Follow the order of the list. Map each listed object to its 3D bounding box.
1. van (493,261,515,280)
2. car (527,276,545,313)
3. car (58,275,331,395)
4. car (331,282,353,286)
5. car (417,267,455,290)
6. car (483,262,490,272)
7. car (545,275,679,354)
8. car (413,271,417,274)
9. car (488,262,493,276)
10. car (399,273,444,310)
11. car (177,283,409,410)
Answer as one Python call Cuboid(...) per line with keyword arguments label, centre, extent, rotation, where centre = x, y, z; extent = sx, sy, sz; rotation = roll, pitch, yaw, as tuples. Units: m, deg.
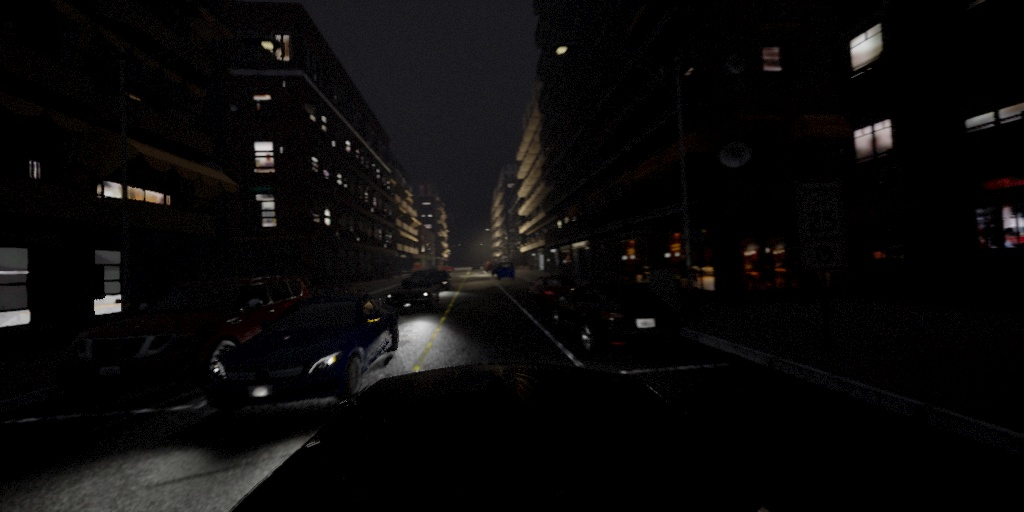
Cuboid(label="van", centre=(-0.655, 1.496, 36.255), extent=(1.690, 1.789, 3.998), rotation=(0, 0, -6))
Cuboid(label="car", centre=(1.652, 1.387, 14.092), extent=(1.802, 1.307, 4.207), rotation=(0, 0, -6))
Cuboid(label="car", centre=(-6.103, 1.393, 7.719), extent=(2.192, 1.841, 5.009), rotation=(0, 0, -6))
Cuboid(label="car", centre=(-6.680, 1.711, 13.260), extent=(1.888, 1.381, 4.507), rotation=(0, 0, -6))
Cuboid(label="car", centre=(-5.557, 1.819, 27.274), extent=(2.033, 1.411, 5.357), rotation=(-2, -1, -6))
Cuboid(label="car", centre=(-3.538, 1.909, 63.956), extent=(2.192, 1.841, 5.009), rotation=(0, 0, -6))
Cuboid(label="car", centre=(2.229, 1.283, 8.552), extent=(1.948, 1.339, 4.313), rotation=(0, 0, -6))
Cuboid(label="car", centre=(-8.986, 2.082, 35.421), extent=(1.948, 1.339, 4.313), rotation=(0, 0, -6))
Cuboid(label="car", centre=(-1.808, 1.876, 47.335), extent=(1.888, 1.381, 4.507), rotation=(0, 0, -6))
Cuboid(label="car", centre=(-4.463, 1.706, 16.700), extent=(1.895, 1.301, 4.718), rotation=(-2, -1, -6))
Cuboid(label="car", centre=(-3.421, 1.474, 6.840), extent=(1.812, 1.442, 4.674), rotation=(-2, -1, -6))
